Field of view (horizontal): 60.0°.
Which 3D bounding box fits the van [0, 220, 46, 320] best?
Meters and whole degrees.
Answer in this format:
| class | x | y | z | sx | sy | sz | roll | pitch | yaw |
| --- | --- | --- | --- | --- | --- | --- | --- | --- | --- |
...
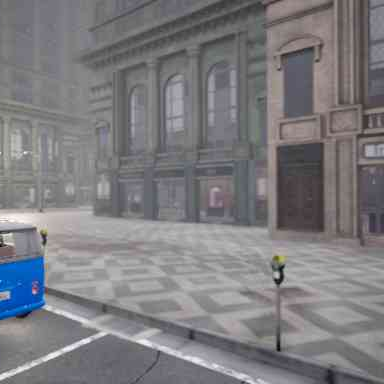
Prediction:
| class | x | y | z | sx | sy | sz | roll | pitch | yaw |
| --- | --- | --- | --- | --- | --- | --- | --- | --- | --- |
| van | -4.405 | 1.356 | 6.119 | 3.998 | 1.788 | 1.690 | 0 | 0 | 35 |
